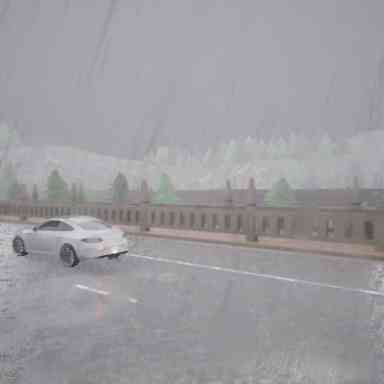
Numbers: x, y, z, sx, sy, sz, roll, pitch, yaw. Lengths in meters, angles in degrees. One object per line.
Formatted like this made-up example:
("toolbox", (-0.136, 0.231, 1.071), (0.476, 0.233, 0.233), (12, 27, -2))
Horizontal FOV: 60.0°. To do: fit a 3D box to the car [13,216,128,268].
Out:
("car", (-4.182, 1.528, 11.277), (4.674, 1.442, 1.812), (0, 0, 36))
